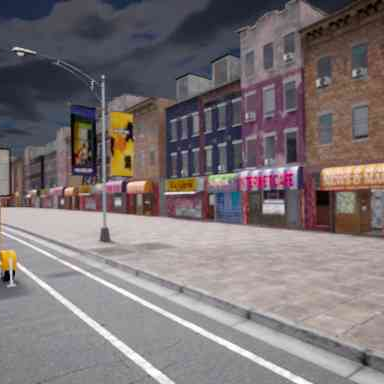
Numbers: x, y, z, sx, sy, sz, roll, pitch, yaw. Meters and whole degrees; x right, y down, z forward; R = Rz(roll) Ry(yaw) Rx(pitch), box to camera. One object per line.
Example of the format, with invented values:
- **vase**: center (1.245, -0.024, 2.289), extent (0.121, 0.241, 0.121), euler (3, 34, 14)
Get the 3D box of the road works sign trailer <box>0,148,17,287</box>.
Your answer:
- **road works sign trailer**: center (-6.022, 0.528, 8.567), extent (2.380, 3.560, 2.880), euler (0, 0, -38)
